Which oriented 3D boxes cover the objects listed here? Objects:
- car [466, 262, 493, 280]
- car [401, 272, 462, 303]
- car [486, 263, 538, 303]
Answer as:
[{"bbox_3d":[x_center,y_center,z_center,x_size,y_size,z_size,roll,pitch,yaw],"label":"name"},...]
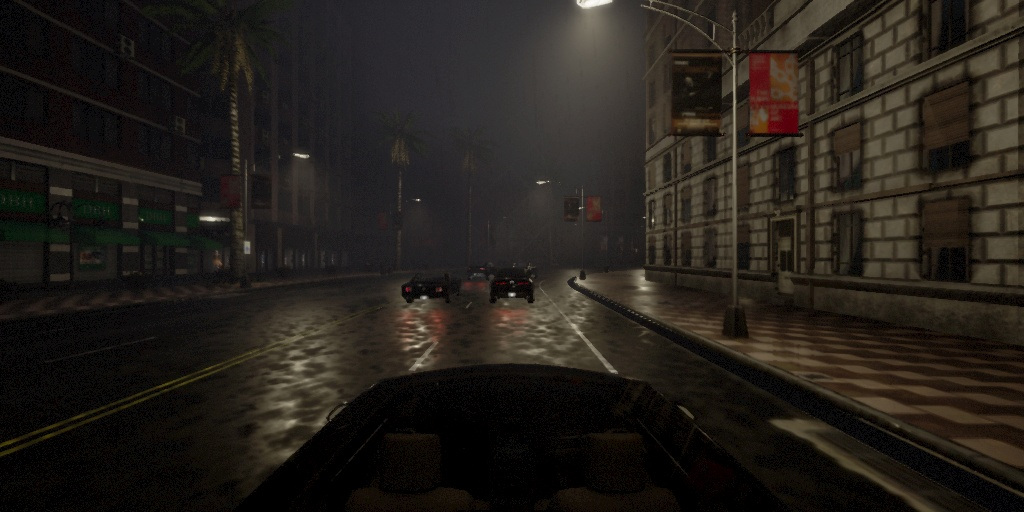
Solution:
[{"bbox_3d":[-2.409,1.245,31.029,2.128,1.511,4.902,0,0,13],"label":"car"},{"bbox_3d":[-3.500,1.366,16.530,1.895,1.301,4.718,0,0,0],"label":"car"},{"bbox_3d":[0.000,1.266,16.500,1.837,1.490,4.892,0,0,0],"label":"car"}]
